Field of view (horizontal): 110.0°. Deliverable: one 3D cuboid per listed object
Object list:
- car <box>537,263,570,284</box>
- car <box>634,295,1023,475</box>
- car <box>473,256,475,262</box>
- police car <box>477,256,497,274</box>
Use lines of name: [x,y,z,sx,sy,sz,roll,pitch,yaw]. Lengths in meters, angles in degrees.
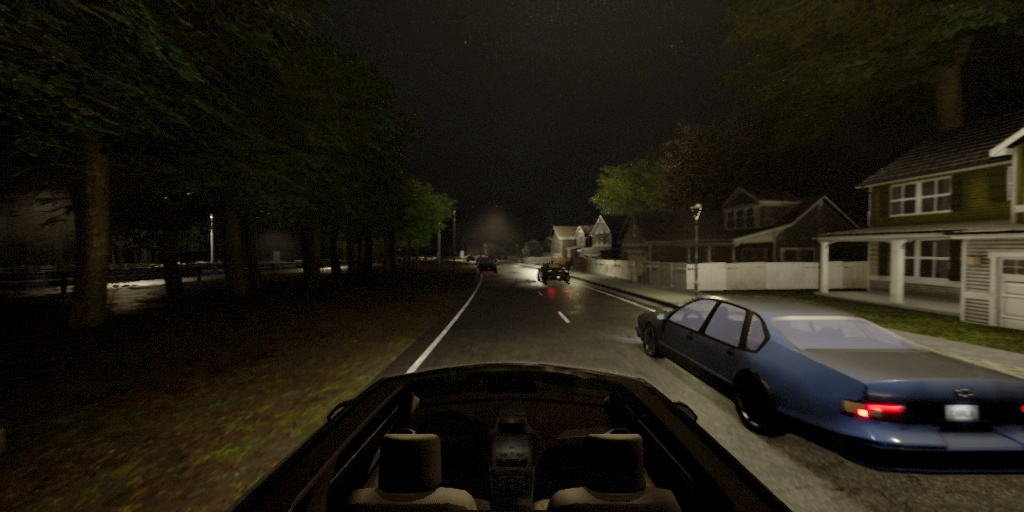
car: [2.970,1.223,26.377,2.128,1.511,4.902,0,0,-3]
car: [3.590,1.298,5.382,2.033,1.411,5.357,0,0,0]
car: [-4.513,0.973,56.204,2.097,1.767,4.553,0,0,-8]
police car: [-2.695,1.122,40.419,1.930,1.638,5.238,0,0,-5]
